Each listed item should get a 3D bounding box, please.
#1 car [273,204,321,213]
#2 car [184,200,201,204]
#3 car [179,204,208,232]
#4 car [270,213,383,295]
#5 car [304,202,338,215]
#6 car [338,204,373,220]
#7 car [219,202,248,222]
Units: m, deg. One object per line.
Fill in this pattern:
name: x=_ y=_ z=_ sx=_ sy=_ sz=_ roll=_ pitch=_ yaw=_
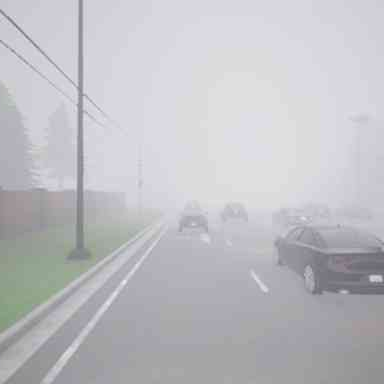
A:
car: x=7.091 y=1.788 z=23.929 sx=2.033 sy=1.411 sz=5.357 roll=0 pitch=-1 yaw=0
car: x=0.086 y=1.755 z=40.443 sx=2.097 sy=1.767 sz=4.553 roll=0 pitch=-1 yaw=0
car: x=0.092 y=1.745 z=21.849 sx=1.812 sy=1.442 sz=4.674 roll=0 pitch=-1 yaw=0
car: x=3.598 y=1.569 z=8.981 sx=1.882 sy=1.535 sz=5.008 roll=0 pitch=-1 yaw=0
car: x=10.591 y=1.647 z=29.311 sx=2.097 sy=1.767 sz=4.553 roll=0 pitch=-1 yaw=0
car: x=14.090 y=1.789 z=29.539 sx=2.128 sy=1.511 sz=4.902 roll=0 pitch=-1 yaw=0
car: x=3.589 y=1.647 z=29.310 sx=2.097 sy=1.767 sz=4.553 roll=0 pitch=-1 yaw=0
